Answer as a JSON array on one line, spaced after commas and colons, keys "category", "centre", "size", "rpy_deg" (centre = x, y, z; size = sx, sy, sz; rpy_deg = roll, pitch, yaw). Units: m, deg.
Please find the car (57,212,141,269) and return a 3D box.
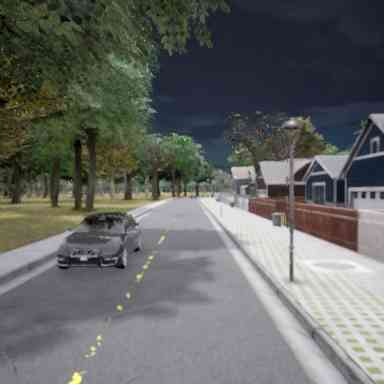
[{"category": "car", "centre": [-2.834, 1.470, 11.049], "size": [1.837, 1.490, 4.892], "rpy_deg": [0, 0, -1]}]
